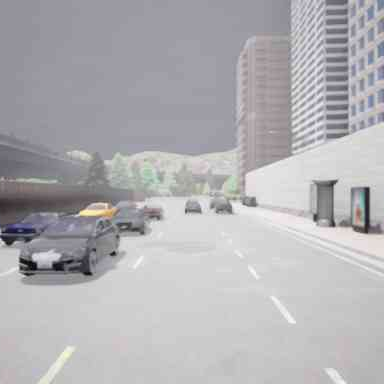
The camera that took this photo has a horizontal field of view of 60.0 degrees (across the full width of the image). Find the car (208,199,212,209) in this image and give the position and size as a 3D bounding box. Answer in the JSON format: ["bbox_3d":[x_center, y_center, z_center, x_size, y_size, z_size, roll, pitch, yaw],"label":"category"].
[{"bbox_3d":[3.506,1.766,48.947,1.837,1.490,4.892,0,0,0],"label":"car"}]

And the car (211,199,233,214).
[{"bbox_3d":[3.602,1.705,38.259,1.837,1.490,4.892,0,0,0],"label":"car"}]

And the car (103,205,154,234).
[{"bbox_3d":[-3.597,1.658,19.503,1.994,1.385,4.181,0,0,-1],"label":"car"}]

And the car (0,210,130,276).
[{"bbox_3d":[-3.588,1.536,10.584,2.128,1.511,4.902,0,0,0],"label":"car"}]

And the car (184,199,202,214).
[{"bbox_3d":[0.112,1.767,38.826,1.994,1.385,4.181,0,0,-1],"label":"car"}]

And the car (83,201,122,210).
[{"bbox_3d":[-7.086,1.605,25.496,1.882,1.535,5.008,0,0,0],"label":"car"}]

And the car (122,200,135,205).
[{"bbox_3d":[-7.061,1.661,35.569,1.882,1.535,5.008,0,0,1],"label":"car"}]

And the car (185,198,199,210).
[{"bbox_3d":[0.009,1.738,49.137,1.882,1.535,5.008,0,0,0],"label":"car"}]

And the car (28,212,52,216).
[{"bbox_3d":[-7.092,1.675,15.980,1.895,1.301,4.718,0,0,0],"label":"car"}]

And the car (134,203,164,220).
[{"bbox_3d":[-3.575,1.751,29.484,1.895,1.301,4.718,0,0,0],"label":"car"}]
